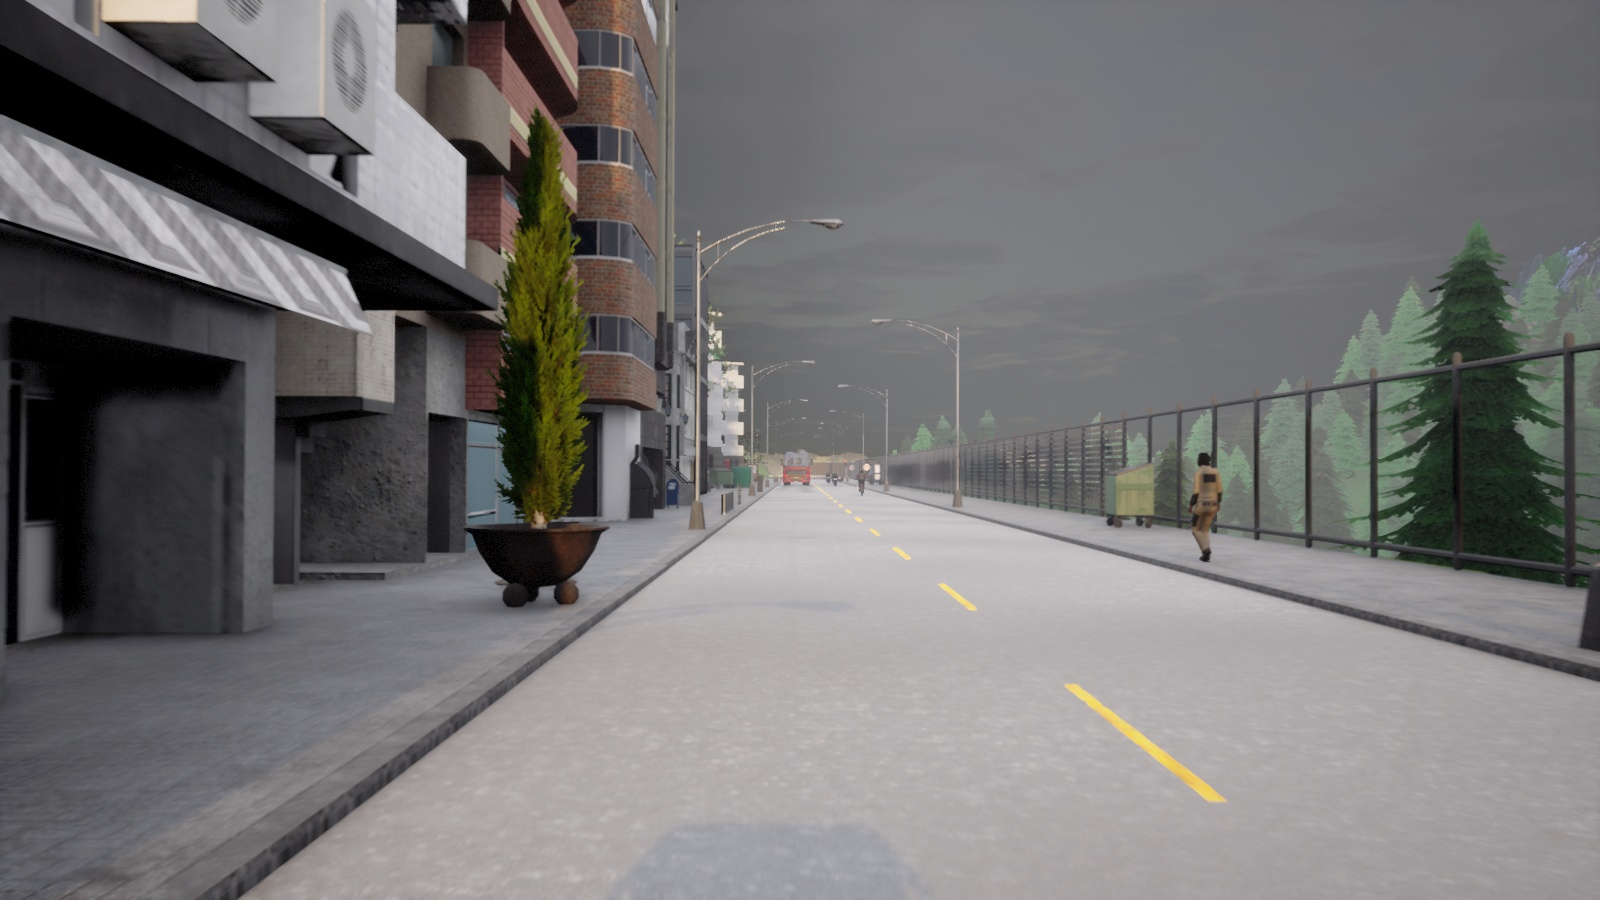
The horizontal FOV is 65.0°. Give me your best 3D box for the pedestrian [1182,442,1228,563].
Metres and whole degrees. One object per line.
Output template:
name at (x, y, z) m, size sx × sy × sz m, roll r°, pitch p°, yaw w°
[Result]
pedestrian at (6.595, 0.841, 20.471) m, size 0.396 × 1.930 × 0.692 m, roll 0°, pitch -1°, yaw -15°
